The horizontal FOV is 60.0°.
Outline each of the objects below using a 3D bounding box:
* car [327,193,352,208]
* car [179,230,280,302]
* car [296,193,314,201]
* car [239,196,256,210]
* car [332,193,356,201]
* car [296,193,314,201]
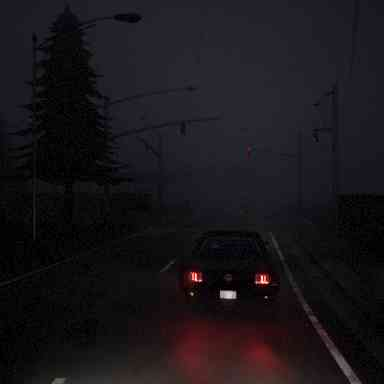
[{"bbox_3d":[20.190,1.330,43.050,5.027,1.636,2.152,0,0,10],"label":"car"},{"bbox_3d":[0.979,1.601,8.313,1.895,1.301,4.718,0,0,8],"label":"car"},{"bbox_3d":[27.234,1.077,79.971,3.866,1.878,1.905,0,0,10],"label":"car"},{"bbox_3d":[7.178,1.352,43.256,2.097,1.767,4.553,0,0,10],"label":"car"},{"bbox_3d":[34.416,1.097,75.374,4.605,1.855,1.932,0,0,10],"label":"car"},{"bbox_3d":[26.057,1.361,76.802,3.806,1.475,1.970,0,0,10],"label":"car"}]
